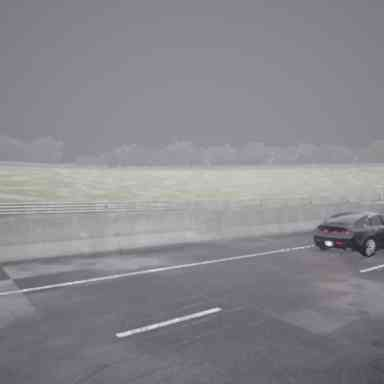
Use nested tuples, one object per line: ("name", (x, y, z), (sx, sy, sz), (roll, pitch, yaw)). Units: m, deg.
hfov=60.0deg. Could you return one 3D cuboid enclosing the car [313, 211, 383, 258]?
("car", (6.737, 1.524, 12.928), (4.892, 1.490, 1.837), (0, 0, -35))
